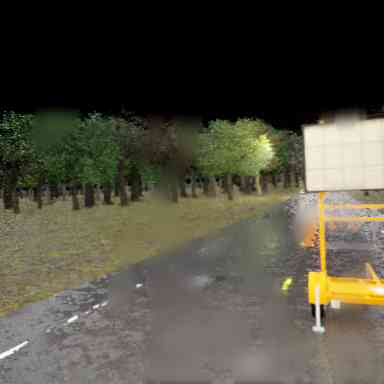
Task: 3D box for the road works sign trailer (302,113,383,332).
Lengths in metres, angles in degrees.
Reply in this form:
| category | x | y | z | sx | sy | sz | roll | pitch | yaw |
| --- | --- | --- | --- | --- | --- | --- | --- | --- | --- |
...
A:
| category | x | y | z | sx | sy | sz | roll | pitch | yaw |
| --- | --- | --- | --- | --- | --- | --- | --- | --- | --- |
| road works sign trailer | 3.393 | 0.372 | 6.230 | 2.380 | 3.560 | 2.880 | -2 | 0 | 22 |
